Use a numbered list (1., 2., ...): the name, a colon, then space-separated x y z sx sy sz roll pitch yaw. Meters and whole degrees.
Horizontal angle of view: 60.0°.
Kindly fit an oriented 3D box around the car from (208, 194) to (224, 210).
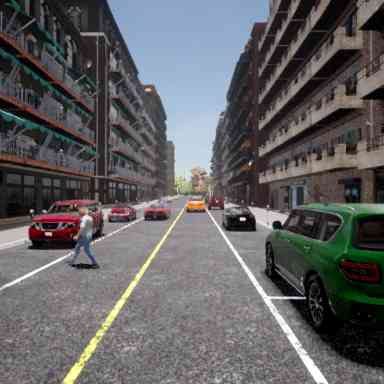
1. car: 3.095 1.331 43.144 2.192 1.841 5.009 1 0 1

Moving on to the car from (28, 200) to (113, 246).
1. car: -5.538 1.320 15.415 2.192 1.841 5.009 1 0 1

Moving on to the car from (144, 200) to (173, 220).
1. car: -2.848 1.610 27.910 1.895 1.301 4.718 0 0 1

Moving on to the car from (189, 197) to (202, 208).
1. car: 0.536 1.497 49.643 1.882 1.535 5.008 0 0 1

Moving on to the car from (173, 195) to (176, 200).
1. car: -5.036 1.558 70.923 1.752 1.417 4.829 1 0 1

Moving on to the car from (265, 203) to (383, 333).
1. car: 3.062 1.227 6.901 2.150 2.045 5.566 0 0 1

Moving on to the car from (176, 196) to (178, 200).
1. car: -4.833 1.574 93.192 1.752 1.417 4.829 1 0 1

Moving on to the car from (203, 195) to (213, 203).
1. car: 3.346 1.473 70.983 1.967 1.590 4.097 1 0 1

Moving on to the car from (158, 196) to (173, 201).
1. car: -5.136 1.576 59.956 2.008 1.369 4.403 1 0 1

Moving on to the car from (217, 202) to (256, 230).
1. car: 2.889 1.573 20.873 1.947 1.339 4.313 1 0 1

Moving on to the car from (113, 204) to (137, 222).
1. car: -5.440 1.591 26.550 1.802 1.307 4.206 1 0 1

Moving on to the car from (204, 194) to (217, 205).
1. car: 3.247 1.341 59.847 2.192 1.841 5.009 1 0 1

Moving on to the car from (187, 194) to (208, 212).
1. car: 0.450 1.367 39.202 2.097 1.767 4.553 0 0 1

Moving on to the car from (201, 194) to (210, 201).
1. car: 3.500 1.360 87.686 2.192 1.841 5.009 1 0 1

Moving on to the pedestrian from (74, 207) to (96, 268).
1. pedestrian: -3.174 1.295 9.893 0.375 1.860 0.375 1 -1 -2
